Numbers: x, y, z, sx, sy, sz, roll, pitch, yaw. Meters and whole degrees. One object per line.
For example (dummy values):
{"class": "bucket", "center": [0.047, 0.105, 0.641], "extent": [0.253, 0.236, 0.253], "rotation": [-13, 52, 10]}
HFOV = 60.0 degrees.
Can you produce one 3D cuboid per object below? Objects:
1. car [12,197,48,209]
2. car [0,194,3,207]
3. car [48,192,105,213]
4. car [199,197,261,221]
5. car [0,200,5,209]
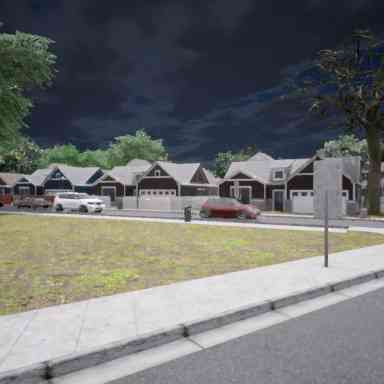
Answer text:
{"class": "car", "center": [-19.555, 1.367, 40.744], "extent": [5.357, 1.411, 2.033], "rotation": [0, 0, 28]}
{"class": "car", "center": [-28.086, 1.135, 45.099], "extent": [4.553, 1.767, 2.097], "rotation": [0, 0, 27]}
{"class": "car", "center": [-11.337, 1.071, 33.229], "extent": [5.566, 2.045, 2.150], "rotation": [0, 0, 28]}
{"class": "car", "center": [2.929, 1.267, 25.468], "extent": [4.553, 1.767, 2.097], "rotation": [0, 0, 29]}
{"class": "car", "center": [-24.909, 1.400, 40.359], "extent": [4.718, 1.301, 1.895], "rotation": [0, 0, 27]}
